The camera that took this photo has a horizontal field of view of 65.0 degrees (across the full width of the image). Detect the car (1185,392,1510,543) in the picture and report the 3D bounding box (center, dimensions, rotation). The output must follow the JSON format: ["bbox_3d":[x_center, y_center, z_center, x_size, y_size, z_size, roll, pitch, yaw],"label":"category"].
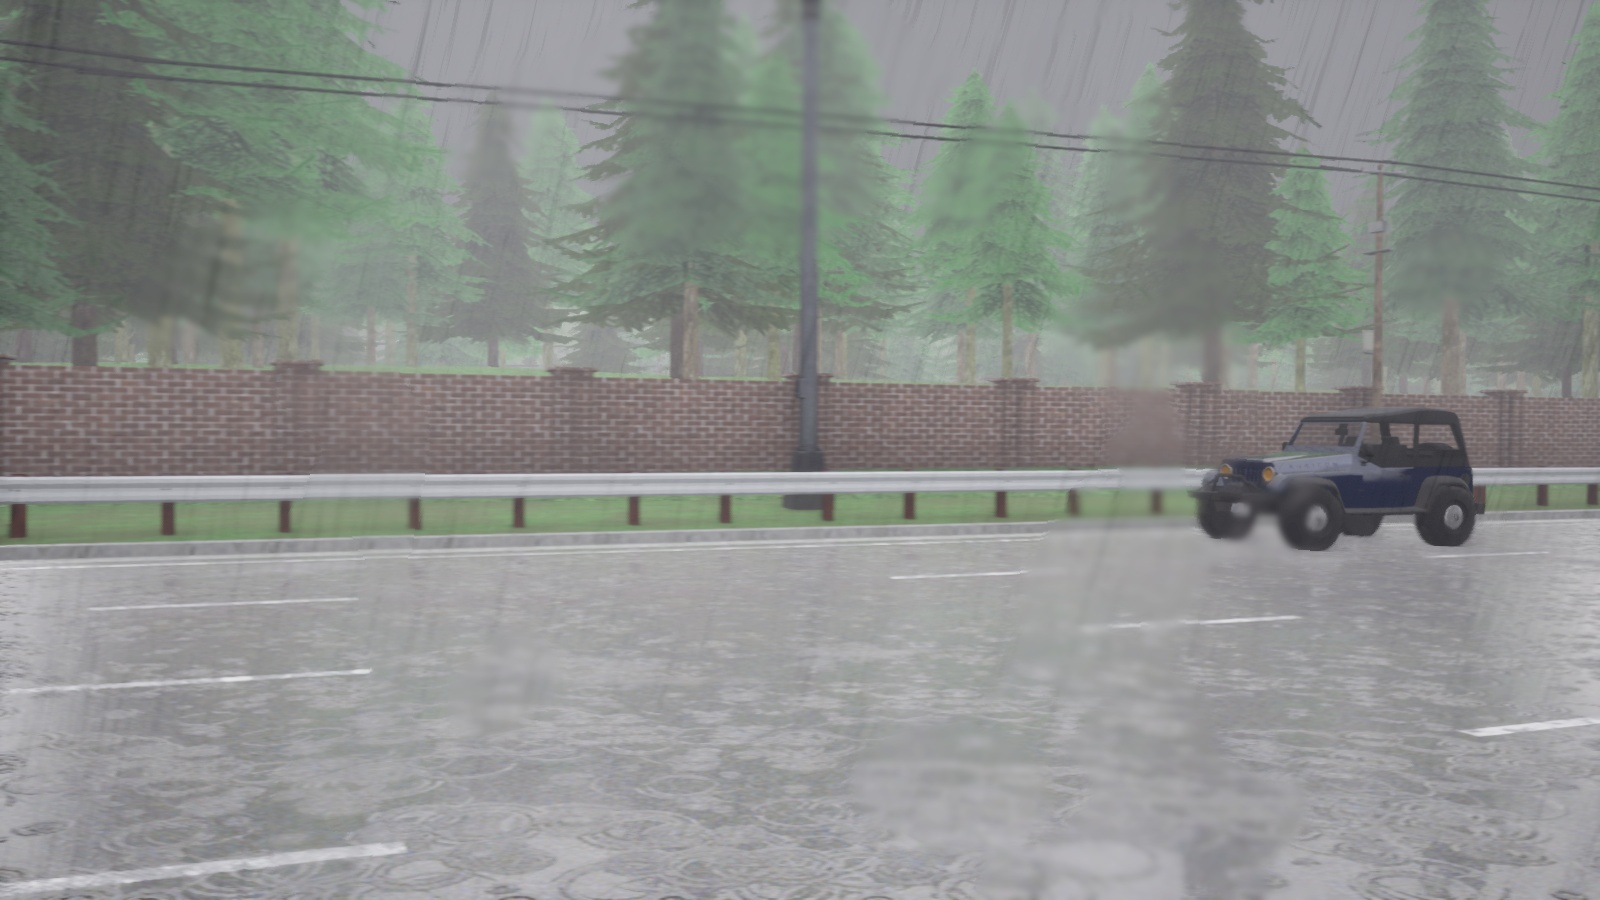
[{"bbox_3d":[7.530,0.179,17.324,3.866,1.878,1.905,-1,1,-21],"label":"car"}]
